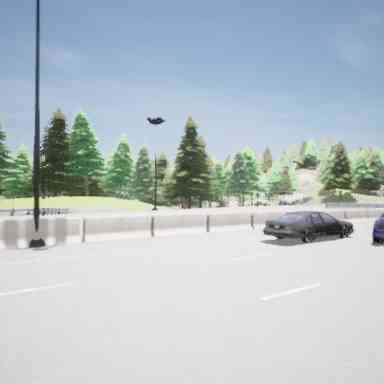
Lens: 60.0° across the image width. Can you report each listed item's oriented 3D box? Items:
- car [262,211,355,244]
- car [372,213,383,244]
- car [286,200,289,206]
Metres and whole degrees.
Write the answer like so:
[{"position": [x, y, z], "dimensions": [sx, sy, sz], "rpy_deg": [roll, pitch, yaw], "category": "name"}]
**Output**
[{"position": [5.888, 1.647, 16.545], "dimensions": [5.357, 1.411, 2.033], "rpy_deg": [1, 0, -35], "category": "car"}, {"position": [10.401, 1.489, 15.467], "dimensions": [4.553, 1.767, 2.097], "rpy_deg": [1, 0, -35], "category": "car"}, {"position": [23.458, 2.720, 84.243], "dimensions": [1.882, 1.535, 5.008], "rpy_deg": [0, -2, 3], "category": "car"}]
